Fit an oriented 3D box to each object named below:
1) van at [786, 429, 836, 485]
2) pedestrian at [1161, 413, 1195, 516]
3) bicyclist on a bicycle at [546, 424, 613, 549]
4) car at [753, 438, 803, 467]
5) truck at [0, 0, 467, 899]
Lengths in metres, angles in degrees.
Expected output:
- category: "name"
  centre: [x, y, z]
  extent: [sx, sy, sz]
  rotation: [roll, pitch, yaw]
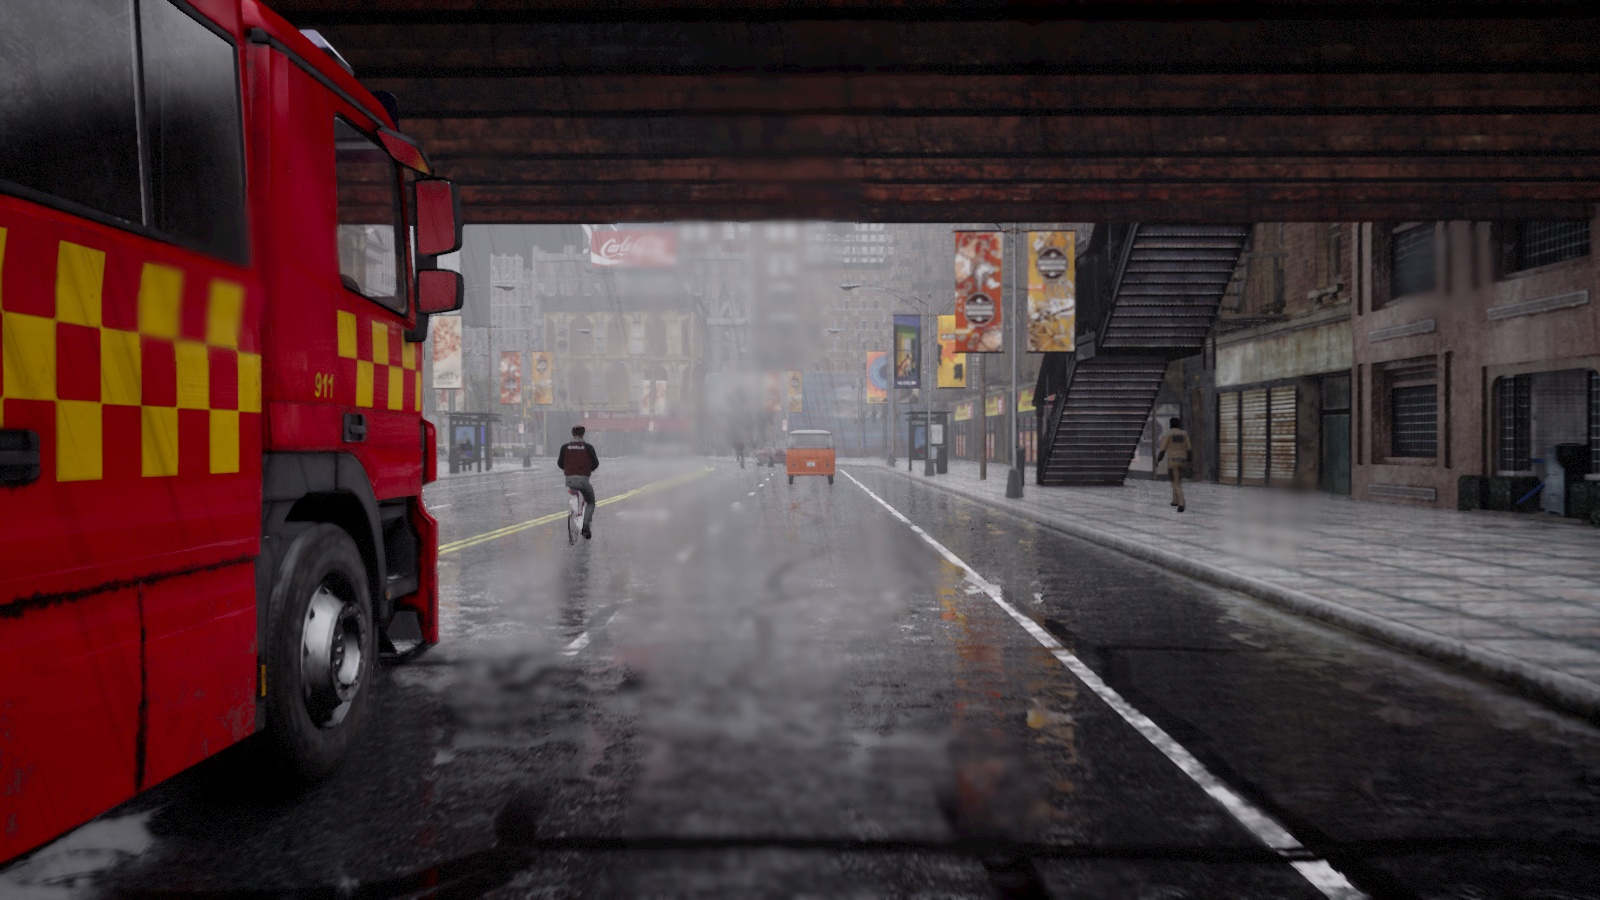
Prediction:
- category: "van"
  centre: [0.396, 0.235, 46.963]
  extent: [1.775, 1.987, 4.442]
  rotation: [0, 0, 0]
- category: "pedestrian"
  centre: [7.233, 0.274, 24.036]
  extent: [0.396, 1.930, 0.692]
  rotation: [0, 0, -5]
- category: "bicyclist on a bicycle"
  centre: [-3.258, 0.509, 18.693]
  extent: [0.659, 1.776, 1.843]
  rotation: [0, 1, 1]
- category: "car"
  centre: [-1.400, 0.161, 78.652]
  extent: [2.097, 1.767, 4.553]
  rotation: [0, 0, -15]
- category: "truck"
  centre: [-3.461, -0.439, 3.255]
  extent: [2.891, 3.827, 8.468]
  rotation: [0, 0, 0]
